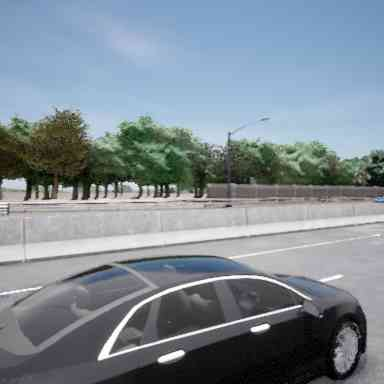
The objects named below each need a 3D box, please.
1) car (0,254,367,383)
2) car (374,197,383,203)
[{"bbox_3d":[0.100,1.500,3.817,4.892,1.490,1.837,0,0,-36],"label":"car"},{"bbox_3d":[29.943,1.421,51.125,5.008,1.535,1.882,0,0,-35],"label":"car"}]
